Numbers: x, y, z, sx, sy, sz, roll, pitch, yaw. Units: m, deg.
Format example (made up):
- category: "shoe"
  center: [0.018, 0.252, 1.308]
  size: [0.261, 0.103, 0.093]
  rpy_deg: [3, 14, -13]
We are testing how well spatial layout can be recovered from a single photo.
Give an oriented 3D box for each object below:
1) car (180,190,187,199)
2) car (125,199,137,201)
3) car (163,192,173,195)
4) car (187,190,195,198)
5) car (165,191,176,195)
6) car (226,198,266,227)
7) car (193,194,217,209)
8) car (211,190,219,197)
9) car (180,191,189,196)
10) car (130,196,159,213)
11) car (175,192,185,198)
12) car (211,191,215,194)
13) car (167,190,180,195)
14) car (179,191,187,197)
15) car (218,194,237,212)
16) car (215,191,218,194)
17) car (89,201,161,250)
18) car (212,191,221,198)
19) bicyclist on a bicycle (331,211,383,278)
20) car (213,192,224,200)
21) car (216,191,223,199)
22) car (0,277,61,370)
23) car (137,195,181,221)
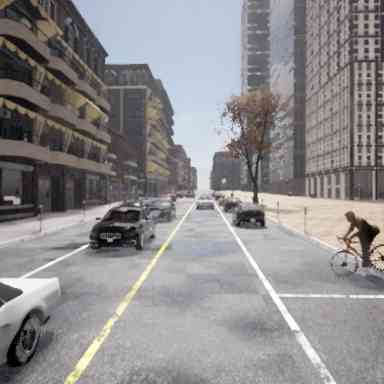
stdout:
- category: "car"
  center: [-2.963, 0.455, 71.007]
  size: [2.192, 1.841, 5.009]
  rpy_deg: [1, 1, 2]
- category: "car"
  center: [-4.704, 1.235, 26.491]
  size: [1.947, 1.339, 4.313]
  rpy_deg: [1, 1, 2]
- category: "car"
  center: [-4.053, 1.034, 43.186]
  size: [1.947, 1.339, 4.313]
  rpy_deg: [1, 1, 2]
- category: "car"
  center: [-0.274, 0.494, 71.317]
  size: [2.097, 1.767, 4.553]
  rpy_deg: [0, 1, 2]
- category: "car"
  center: [-3.842, 0.930, 48.580]
  size: [1.752, 1.417, 4.829]
  rpy_deg: [1, 1, 2]
- category: "car"
  center: [3.452, 1.302, 20.598]
  size: [2.008, 1.369, 4.403]
  rpy_deg: [1, 1, 2]
- category: "car"
  center: [1.470, 1.155, 36.709]
  size: [1.895, 1.301, 4.718]
  rpy_deg: [0, 1, 3]
- category: "car"
  center: [6.060, 0.399, 87.377]
  size: [1.967, 1.590, 4.097]
  rpy_deg: [1, 1, 2]
- category: "car"
  center: [-2.099, 0.430, 93.271]
  size: [2.008, 1.369, 4.403]
  rpy_deg: [1, 1, 2]
- category: "car"
  center: [-4.487, 1.153, 32.056]
  size: [2.008, 1.369, 4.403]
  rpy_deg: [1, 1, 2]
- category: "car"
  center: [-2.750, 0.619, 76.575]
  size: [1.887, 1.381, 4.507]
  rpy_deg: [1, 1, 2]
- category: "car"
  center: [2.022, 0.934, 50.735]
  size: [2.033, 1.411, 5.357]
  rpy_deg: [0, 1, 3]
- category: "car"
  center: [-3.614, 0.652, 54.313]
  size: [2.192, 1.841, 5.009]
  rpy_deg: [1, 1, 2]
- category: "car"
  center: [-2.316, 0.510, 87.706]
  size: [1.947, 1.339, 4.313]
  rpy_deg: [1, 1, 2]
- category: "car"
  center: [3.887, 1.168, 31.728]
  size: [2.008, 1.369, 4.403]
  rpy_deg: [1, 1, 2]
- category: "car"
  center: [4.972, 0.837, 59.554]
  size: [2.008, 1.369, 4.403]
  rpy_deg: [1, 1, 2]
- category: "car"
  center: [-2.629, 1.334, 13.498]
  size: [1.837, 1.490, 4.892]
  rpy_deg: [0, 1, 2]
- category: "car"
  center: [5.625, 0.529, 76.246]
  size: [1.967, 1.590, 4.097]
  rpy_deg: [1, 1, 2]
- category: "bicyclist on a bicycle"
  center: [4.209, 1.268, 8.290]
  size: [1.656, 1.620, 0.582]
  rpy_deg: [-9, 0, 2]
- category: "car"
  center: [5.190, 0.771, 65.117]
  size: [2.008, 1.369, 4.403]
  rpy_deg: [1, 1, 2]
- category: "car"
  center: [4.328, 1.007, 43.028]
  size: [1.752, 1.417, 4.829]
  rpy_deg: [1, 1, 2]
- category: "car"
  center: [-3.044, 1.559, 2.940]
  size: [1.895, 1.301, 4.718]
  rpy_deg: [0, 1, 2]
- category: "car"
  center: [-2.216, 1.196, 23.783]
  size: [2.128, 1.511, 4.902]
  rpy_deg: [0, 1, 2]
